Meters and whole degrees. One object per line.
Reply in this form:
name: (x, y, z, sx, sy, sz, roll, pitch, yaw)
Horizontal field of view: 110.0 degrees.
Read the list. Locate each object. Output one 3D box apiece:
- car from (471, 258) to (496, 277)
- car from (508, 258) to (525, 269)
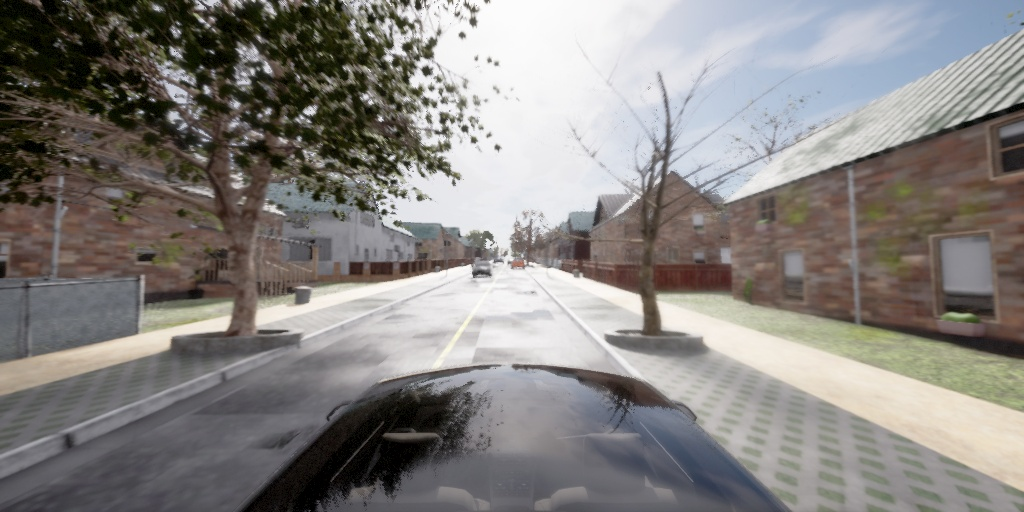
car: (-2.837, 1.268, 35.083, 1.837, 1.490, 4.892, 0, 0, 0)
car: (0.926, 1.061, 55.010, 2.097, 1.767, 4.553, -3, -1, 0)
